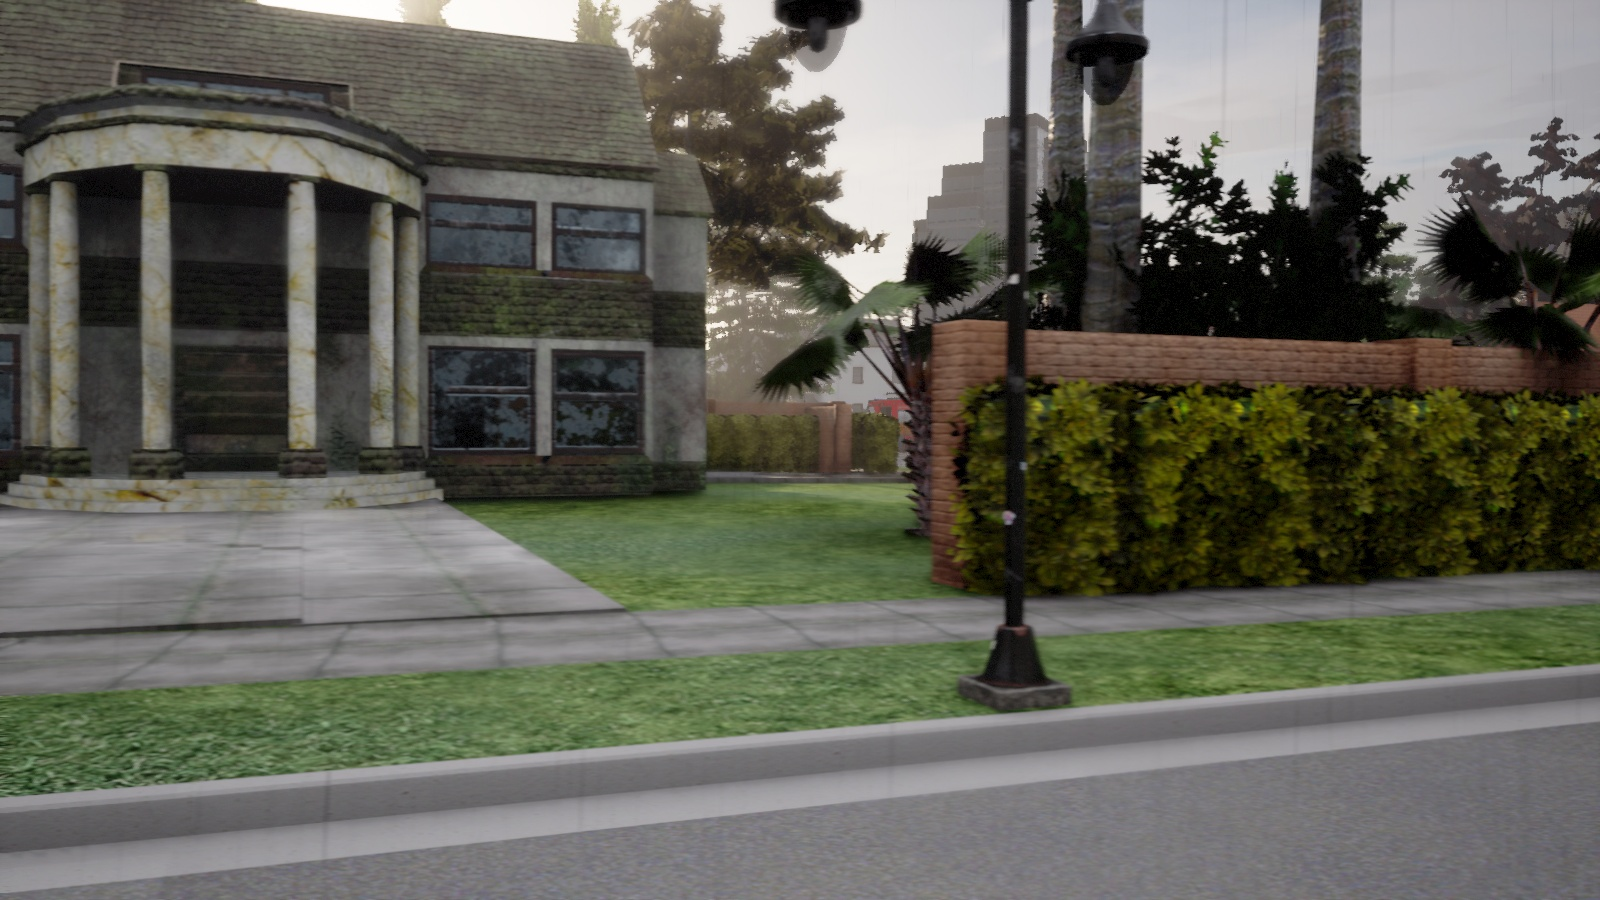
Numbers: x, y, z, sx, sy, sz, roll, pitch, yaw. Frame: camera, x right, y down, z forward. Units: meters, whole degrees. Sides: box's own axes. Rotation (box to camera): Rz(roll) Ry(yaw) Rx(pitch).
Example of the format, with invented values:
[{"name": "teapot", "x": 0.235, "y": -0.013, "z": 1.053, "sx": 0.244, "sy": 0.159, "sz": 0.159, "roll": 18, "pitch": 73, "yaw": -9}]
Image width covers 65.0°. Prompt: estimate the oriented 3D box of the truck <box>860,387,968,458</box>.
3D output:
[{"name": "truck", "x": 6.393, "y": -1.557, "z": 71.990, "sx": 2.891, "sy": 3.827, "sz": 8.468, "roll": -1, "pitch": 1, "yaw": -19}]
